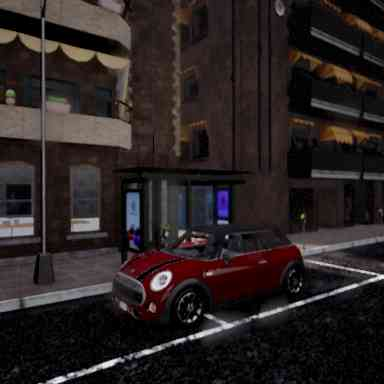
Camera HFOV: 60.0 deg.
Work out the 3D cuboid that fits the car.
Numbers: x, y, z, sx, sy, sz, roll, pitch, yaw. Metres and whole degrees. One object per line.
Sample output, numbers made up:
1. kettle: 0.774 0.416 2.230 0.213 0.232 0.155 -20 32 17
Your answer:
1. car: 0.438 1.427 6.886 4.097 1.590 1.967 0 0 -36
